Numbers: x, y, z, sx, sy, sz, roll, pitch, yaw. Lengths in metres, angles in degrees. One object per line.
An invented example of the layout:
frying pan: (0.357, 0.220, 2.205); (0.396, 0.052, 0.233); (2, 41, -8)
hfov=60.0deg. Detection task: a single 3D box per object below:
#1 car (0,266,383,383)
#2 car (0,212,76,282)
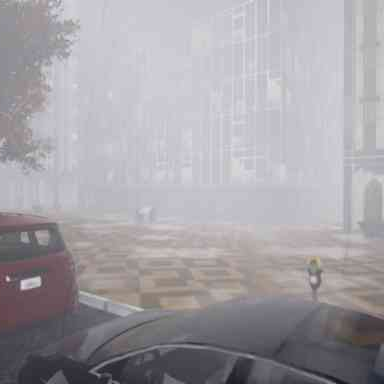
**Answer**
car: (0.418, 1.560, 2.580); (4.313, 1.339, 1.947); (0, 0, 36)
car: (-4.072, 1.279, 5.794); (5.009, 1.841, 2.192); (0, 0, 36)
